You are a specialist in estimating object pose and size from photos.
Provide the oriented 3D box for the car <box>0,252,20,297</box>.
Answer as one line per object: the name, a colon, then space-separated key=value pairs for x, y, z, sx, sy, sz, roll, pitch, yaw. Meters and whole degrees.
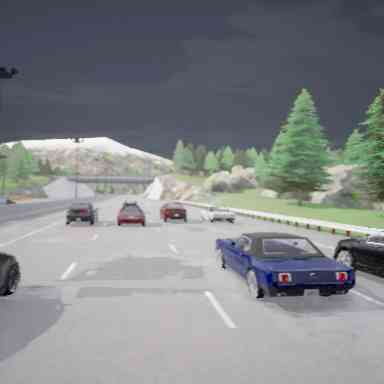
car: x=-4.643 y=1.533 z=5.839 sx=1.994 sy=1.385 sz=4.181 roll=1 pitch=0 yaw=-9

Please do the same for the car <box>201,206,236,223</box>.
car: x=2.052 y=1.857 z=27.761 sx=1.895 sy=1.301 sz=4.718 roll=1 pitch=0 yaw=-11

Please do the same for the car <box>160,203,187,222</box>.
car: x=-1.667 y=1.677 z=28.606 sx=1.882 sy=1.535 sz=5.008 roll=1 pitch=0 yaw=-11

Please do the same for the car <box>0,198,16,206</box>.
car: x=-21.287 y=1.462 z=37.311 sx=1.812 sy=1.442 sz=4.674 roll=1 pitch=-1 yaw=-10

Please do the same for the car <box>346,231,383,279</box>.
car: x=5.581 y=1.655 z=8.381 sx=2.128 sy=1.511 sz=4.902 roll=1 pitch=0 yaw=-9

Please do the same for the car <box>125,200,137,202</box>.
car: x=-7.214 y=1.681 z=39.161 sx=2.128 sy=1.511 sz=4.902 roll=1 pitch=0 yaw=-11

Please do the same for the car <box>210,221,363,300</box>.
car: x=1.984 y=1.705 z=8.732 sx=1.895 sy=1.301 sz=4.718 roll=1 pitch=0 yaw=-10

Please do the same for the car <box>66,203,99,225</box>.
car: x=-8.037 y=1.566 z=24.598 sx=1.837 sy=1.490 sz=4.892 roll=1 pitch=0 yaw=-11

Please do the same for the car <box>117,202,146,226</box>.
car: x=-4.481 y=1.682 z=24.612 sx=1.994 sy=1.385 sz=4.181 roll=1 pitch=-1 yaw=-11
